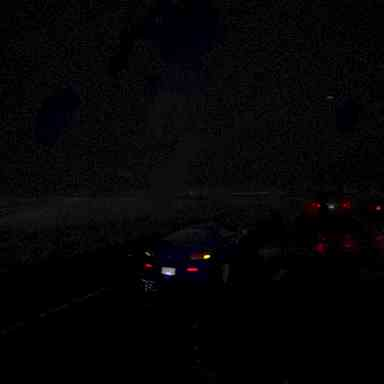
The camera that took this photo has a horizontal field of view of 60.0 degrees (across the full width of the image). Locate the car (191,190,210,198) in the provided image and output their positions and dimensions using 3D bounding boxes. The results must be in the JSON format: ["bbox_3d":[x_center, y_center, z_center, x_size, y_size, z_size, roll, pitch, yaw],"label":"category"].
[{"bbox_3d":[2.283,0.826,87.479,1.837,1.490,4.892,-1,0,-23],"label":"car"}]

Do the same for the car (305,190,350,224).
[{"bbox_3d":[8.693,0.904,21.580,2.150,2.045,5.566,-1,1,15],"label":"car"}]

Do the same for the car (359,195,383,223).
[{"bbox_3d":[12.206,0.970,21.227,2.097,1.767,4.553,-1,0,15],"label":"car"}]

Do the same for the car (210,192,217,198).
[{"bbox_3d":[5.156,0.780,89.711,2.128,1.511,4.902,-1,0,-23],"label":"car"}]

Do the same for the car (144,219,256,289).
[{"bbox_3d":[0.428,1.453,9.046,1.812,1.442,4.674,-1,1,24],"label":"car"}]
